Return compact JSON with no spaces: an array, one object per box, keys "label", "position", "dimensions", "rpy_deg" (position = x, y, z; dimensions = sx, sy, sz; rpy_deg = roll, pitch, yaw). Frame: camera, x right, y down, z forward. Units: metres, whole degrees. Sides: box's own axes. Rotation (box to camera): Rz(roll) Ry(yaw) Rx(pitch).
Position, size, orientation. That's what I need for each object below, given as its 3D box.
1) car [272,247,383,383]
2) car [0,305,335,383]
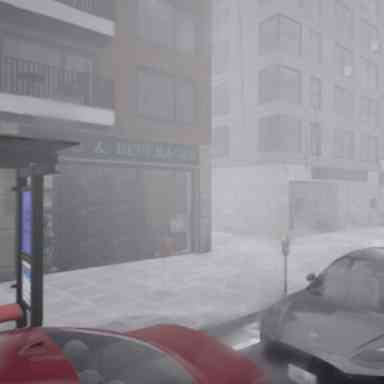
[{"label":"car","position":[2.868,1.566,4.825],"dimensions":[4.313,1.339,1.947],"rpy_deg":[0,0,-38]},{"label":"car","position":[-1.482,1.542,1.420],"dimensions":[4.507,1.381,1.887],"rpy_deg":[0,0,-38]}]
